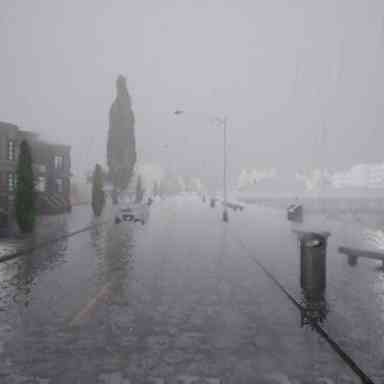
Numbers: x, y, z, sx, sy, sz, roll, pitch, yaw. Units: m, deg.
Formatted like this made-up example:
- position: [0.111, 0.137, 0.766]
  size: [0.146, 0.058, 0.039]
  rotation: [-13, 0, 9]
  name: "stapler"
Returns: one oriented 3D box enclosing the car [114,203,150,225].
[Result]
- position: [-4.093, 1.484, 23.310]
  size: [1.994, 1.385, 4.181]
  rotation: [0, 0, 0]
  name: "car"
